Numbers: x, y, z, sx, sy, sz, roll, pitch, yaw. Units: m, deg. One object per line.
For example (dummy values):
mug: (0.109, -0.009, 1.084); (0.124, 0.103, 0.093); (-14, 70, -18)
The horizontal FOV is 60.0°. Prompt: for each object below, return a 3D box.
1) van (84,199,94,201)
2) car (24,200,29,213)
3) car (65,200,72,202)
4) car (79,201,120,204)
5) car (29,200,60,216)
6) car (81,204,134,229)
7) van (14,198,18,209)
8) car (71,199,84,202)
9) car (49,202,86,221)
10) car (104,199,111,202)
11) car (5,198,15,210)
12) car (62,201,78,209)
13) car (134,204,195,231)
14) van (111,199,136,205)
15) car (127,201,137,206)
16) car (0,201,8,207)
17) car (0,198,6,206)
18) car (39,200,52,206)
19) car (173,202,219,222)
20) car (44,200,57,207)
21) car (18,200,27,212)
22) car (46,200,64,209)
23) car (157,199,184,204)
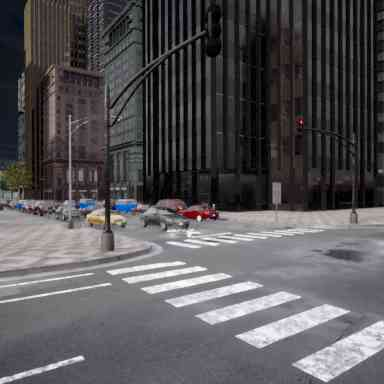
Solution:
van: (-17.174, 2.037, 54.318); (1.690, 1.788, 3.998); (-1, 0, -35)
car: (-20.609, 2.195, 44.394); (1.887, 1.381, 4.507); (-1, 0, -35)
car: (-18.936, 2.199, 46.732); (2.033, 1.411, 5.357); (0, -1, -35)
car: (-9.491, 1.979, 33.413); (2.033, 1.411, 5.357); (0, -1, -35)
car: (-17.777, 1.900, 40.416); (2.192, 1.841, 5.009); (-1, 0, -35)
car: (-6.327, 1.843, 24.366); (1.752, 1.417, 4.829); (-1, 0, -35)
van: (-26.287, 2.122, 52.350); (1.690, 1.788, 3.998); (-1, 0, -35)
car: (-19.365, 2.059, 52.758); (2.097, 1.767, 4.553); (0, -1, -36)
car: (-12.098, 2.004, 32.460); (2.008, 1.369, 4.403); (-1, 0, -35)
car: (-11.277, 1.874, 46.028); (2.192, 1.841, 5.009); (-1, 0, -35)
car: (-32.062, 2.353, 60.451); (1.967, 1.590, 4.097); (-1, 0, -35)
car: (-22.810, 2.406, 62.163); (1.802, 1.307, 4.206); (-1, 0, -35)
car: (-2.019, 1.782, 22.954); (1.812, 1.442, 4.674); (0, -1, -34)
van: (-8.328, 1.832, 41.883); (1.690, 1.788, 3.998); (-1, 0, -35)
car: (-5.373, 2.004, 37.738); (1.802, 1.307, 4.206); (-1, 0, -35)
car: (-44.549, 2.770, 77.963); (1.802, 1.307, 4.206); (-1, 0, -35)
car: (-41.428, 2.666, 73.586); (1.887, 1.381, 4.507); (-1, 0, -35)
car: (-34.893, 2.659, 79.106); (1.947, 1.339, 4.313); (-1, 0, -35)
car: (0.524, 1.828, 29.447); (1.887, 1.381, 4.507); (-1, 0, -35)
car: (-31.871, 2.594, 74.869); (1.947, 1.339, 4.313); (-1, 0, -35)
car: (-23.448, 2.156, 48.372); (1.967, 1.590, 4.097); (-1, 0, -35)
car: (-25.072, 2.315, 60.756); (1.882, 1.535, 5.008); (0, -1, -35)
car: (-2.430, 1.668, 33.593); (2.192, 1.841, 5.009); (-1, 0, -35)
